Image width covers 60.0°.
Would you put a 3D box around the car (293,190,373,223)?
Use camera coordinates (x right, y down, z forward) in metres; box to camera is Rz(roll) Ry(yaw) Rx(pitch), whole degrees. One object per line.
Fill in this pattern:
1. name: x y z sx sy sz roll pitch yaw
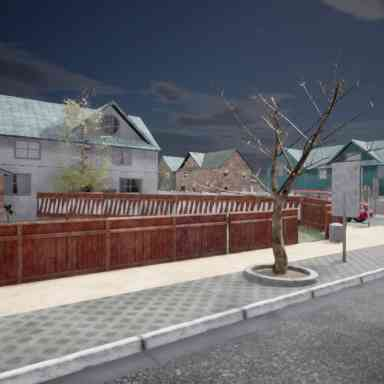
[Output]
1. car: 9.387 0.941 22.998 2.150 2.045 5.566 1 1 -36
